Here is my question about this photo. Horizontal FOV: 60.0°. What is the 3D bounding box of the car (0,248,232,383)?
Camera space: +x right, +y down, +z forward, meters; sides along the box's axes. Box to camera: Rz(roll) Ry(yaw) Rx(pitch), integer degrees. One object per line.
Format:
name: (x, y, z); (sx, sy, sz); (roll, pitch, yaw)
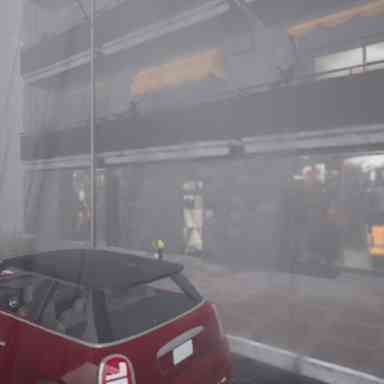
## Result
car: (-1.659, 1.426, 4.066); (4.097, 1.590, 1.967); (0, 0, 36)
